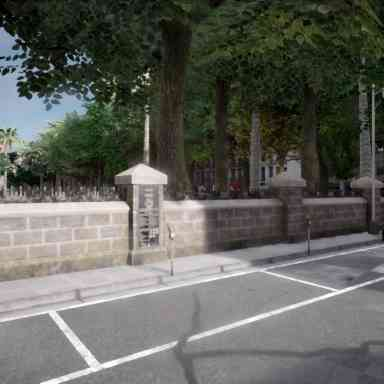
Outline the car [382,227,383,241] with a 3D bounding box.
[{"bbox_3d":[9.756,1.310,13.500,5.009,1.841,2.192,0,0,-36],"label":"car"}]
